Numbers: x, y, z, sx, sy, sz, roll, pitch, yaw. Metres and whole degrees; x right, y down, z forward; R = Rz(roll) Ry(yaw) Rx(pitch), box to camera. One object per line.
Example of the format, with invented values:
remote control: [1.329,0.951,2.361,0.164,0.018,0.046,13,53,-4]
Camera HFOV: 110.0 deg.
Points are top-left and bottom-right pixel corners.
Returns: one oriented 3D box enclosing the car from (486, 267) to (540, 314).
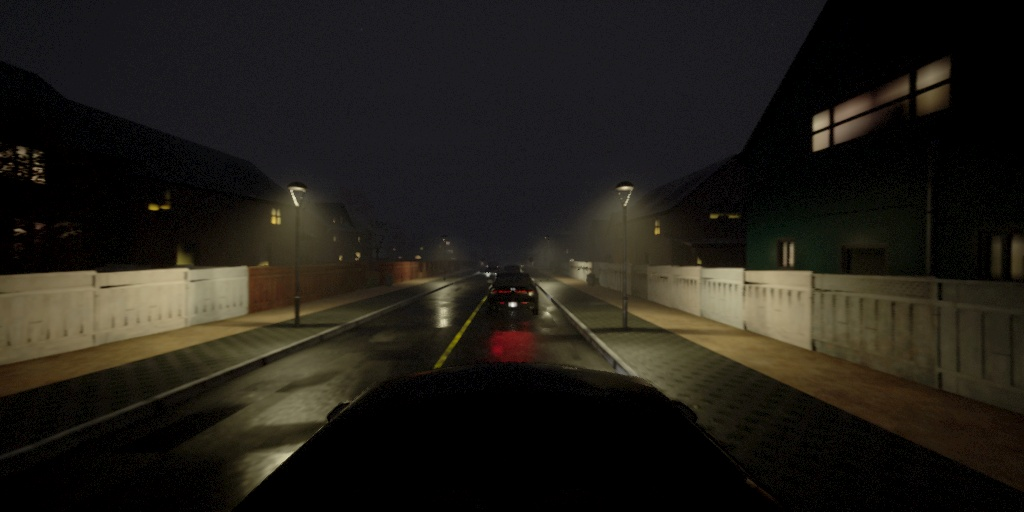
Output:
car: [0.049,1.363,14.282,1.837,1.490,4.892,0,0,1]

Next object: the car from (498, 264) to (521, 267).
car: [0.051,1.490,29.264,1.837,1.490,4.892,0,0,1]

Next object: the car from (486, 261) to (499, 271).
car: [-2.784,1.552,53.988,2.097,1.767,4.553,0,0,1]
